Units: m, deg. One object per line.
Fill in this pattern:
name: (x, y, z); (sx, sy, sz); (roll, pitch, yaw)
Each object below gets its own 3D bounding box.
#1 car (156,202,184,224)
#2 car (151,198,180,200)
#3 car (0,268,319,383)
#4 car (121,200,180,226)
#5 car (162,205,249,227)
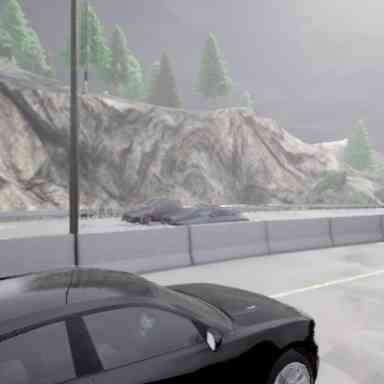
car: (0.744, 1.508, 20.894); (5.357, 1.411, 2.033); (0, 0, -30)
car: (-2.743, 1.298, 26.885); (4.553, 1.767, 2.097); (0, 0, -30)
car: (-0.916, 1.470, 2.971); (5.008, 1.535, 1.882); (0, 0, -35)
car: (-2.122, 1.501, 23.247); (5.357, 1.411, 2.033); (0, 0, -31)
car: (0.936, 1.532, 16.873); (4.181, 1.385, 1.994); (0, 0, -31)
